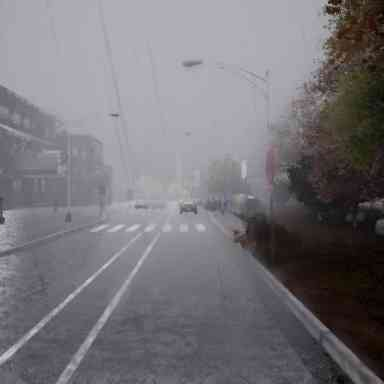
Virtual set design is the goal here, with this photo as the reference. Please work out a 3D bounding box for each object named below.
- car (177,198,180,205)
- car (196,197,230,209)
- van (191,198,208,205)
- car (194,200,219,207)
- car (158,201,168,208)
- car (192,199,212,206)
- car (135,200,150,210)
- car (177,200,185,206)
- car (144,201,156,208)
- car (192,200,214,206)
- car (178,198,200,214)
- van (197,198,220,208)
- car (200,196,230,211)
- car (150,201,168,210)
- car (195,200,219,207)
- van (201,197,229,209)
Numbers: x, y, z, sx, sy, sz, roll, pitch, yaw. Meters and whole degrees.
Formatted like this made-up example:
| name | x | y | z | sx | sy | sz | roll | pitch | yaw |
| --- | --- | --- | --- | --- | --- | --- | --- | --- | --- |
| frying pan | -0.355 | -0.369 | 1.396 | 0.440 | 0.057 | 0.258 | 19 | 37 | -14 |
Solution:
| name | x | y | z | sx | sy | sz | roll | pitch | yaw |
| --- | --- | --- | --- | --- | --- | --- | --- | --- | --- |
| car | -2.271 | 2.620 | 76.386 | 1.882 | 1.535 | 5.008 | 0 | -1 | -3 |
| car | 3.802 | 2.001 | 60.626 | 5.566 | 2.045 | 2.435 | 1 | -2 | -23 |
| van | 2.183 | 2.737 | 93.249 | 4.442 | 1.987 | 1.878 | 1 | -2 | -24 |
| car | 3.255 | 2.599 | 75.468 | 5.366 | 1.575 | 1.946 | 1 | -2 | -23 |
| car | -6.191 | 2.642 | 71.388 | 1.895 | 1.301 | 4.718 | 0 | -1 | -3 |
| car | 2.602 | 2.661 | 84.289 | 4.553 | 1.767 | 2.185 | 1 | -2 | -23 |
| car | -8.295 | 2.143 | 55.326 | 1.882 | 1.535 | 5.008 | 0 | -1 | -2 |
| car | -2.832 | 2.763 | 86.863 | 1.882 | 1.535 | 5.008 | 0 | -1 | -4 |
| car | -8.987 | 2.591 | 71.252 | 2.033 | 1.411 | 5.357 | 0 | -1 | -3 |
| car | 2.798 | 2.727 | 81.330 | 4.892 | 1.521 | 2.231 | 1 | -1 | -23 |
| car | -0.416 | 1.701 | 37.261 | 1.812 | 1.442 | 4.674 | 0 | -1 | -2 |
| van | 3.463 | 2.241 | 69.534 | 4.442 | 1.987 | 1.878 | 1 | -2 | -23 |
| car | 4.485 | 1.620 | 45.852 | 5.566 | 2.045 | 2.435 | 1 | -2 | -23 |
| car | -5.500 | 2.226 | 55.482 | 1.994 | 1.385 | 4.181 | 0 | -1 | -2 |
| car | 3.246 | 2.563 | 72.449 | 4.792 | 1.488 | 2.163 | 1 | -2 | -23 |
| van | 4.016 | 1.954 | 57.706 | 4.442 | 1.987 | 1.878 | 1 | -2 | -23 |
